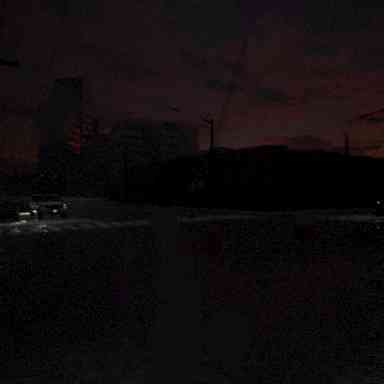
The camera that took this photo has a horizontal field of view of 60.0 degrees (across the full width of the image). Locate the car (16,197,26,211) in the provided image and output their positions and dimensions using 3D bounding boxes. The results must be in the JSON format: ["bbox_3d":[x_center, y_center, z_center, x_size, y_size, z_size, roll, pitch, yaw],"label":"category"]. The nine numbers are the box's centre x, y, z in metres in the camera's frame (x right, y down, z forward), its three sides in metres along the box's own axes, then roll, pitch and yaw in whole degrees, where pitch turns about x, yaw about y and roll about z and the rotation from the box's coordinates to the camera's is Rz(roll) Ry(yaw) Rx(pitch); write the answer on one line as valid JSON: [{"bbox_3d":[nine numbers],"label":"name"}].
[{"bbox_3d":[-18.207,1.526,36.945,1.994,1.385,4.181,0,0,-35],"label":"car"}]

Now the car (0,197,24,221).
[{"bbox_3d":[-15.214,1.460,26.699,1.882,1.535,5.008,0,0,-36],"label":"car"}]

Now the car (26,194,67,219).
[{"bbox_3d":[-12.661,1.184,29.152,2.150,2.045,5.566,0,0,-36],"label":"car"}]

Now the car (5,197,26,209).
[{"bbox_3d":[-23.890,1.440,44.934,1.882,1.535,5.008,0,0,-35],"label":"car"}]

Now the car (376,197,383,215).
[{"bbox_3d":[19.267,1.030,30.621,5.566,2.045,2.150,0,0,-35],"label":"car"}]

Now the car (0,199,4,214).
[{"bbox_3d":[-21.130,1.487,35.000,1.837,1.490,4.892,0,0,-36],"label":"car"}]
